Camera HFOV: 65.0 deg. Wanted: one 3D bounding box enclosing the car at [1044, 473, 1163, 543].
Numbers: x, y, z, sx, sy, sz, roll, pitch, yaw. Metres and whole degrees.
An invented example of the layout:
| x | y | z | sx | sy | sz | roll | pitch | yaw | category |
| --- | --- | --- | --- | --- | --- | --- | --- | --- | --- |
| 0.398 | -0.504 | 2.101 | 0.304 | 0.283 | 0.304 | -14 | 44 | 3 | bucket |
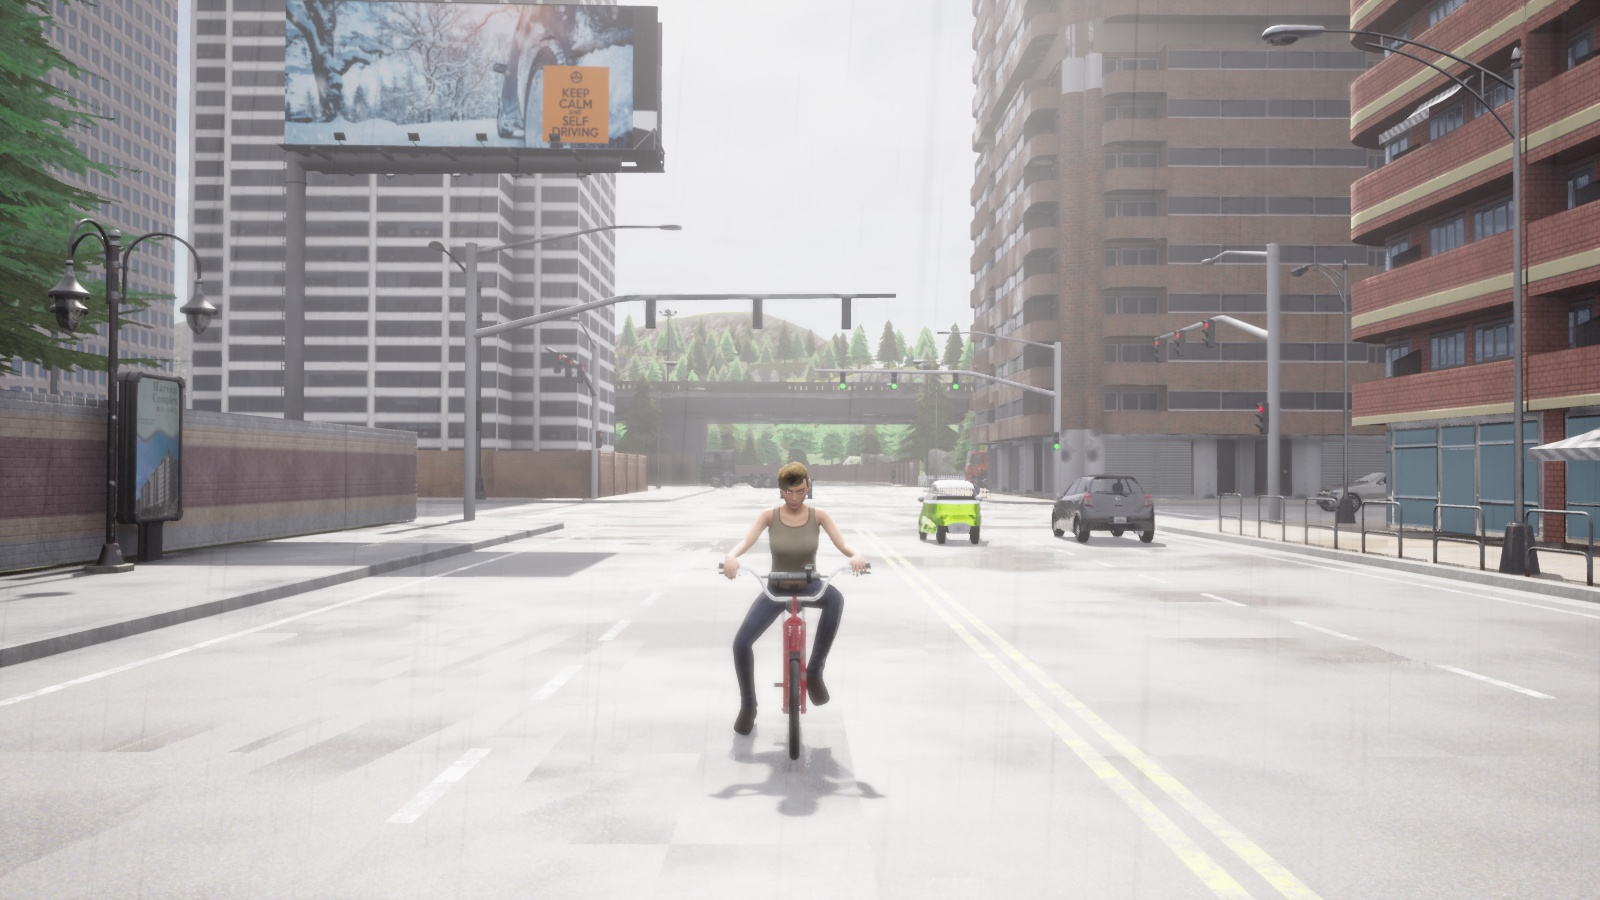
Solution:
| x | y | z | sx | sy | sz | roll | pitch | yaw | category |
| --- | --- | --- | --- | --- | --- | --- | --- | --- | --- |
| 6.922 | 1.288 | 29.004 | 1.845 | 1.501 | 3.633 | 0 | -1 | 0 | car |

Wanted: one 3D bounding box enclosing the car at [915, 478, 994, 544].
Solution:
| x | y | z | sx | sy | sz | roll | pitch | yaw | category |
| --- | --- | --- | --- | --- | --- | --- | --- | --- | --- |
| 3.425 | 1.325 | 28.074 | 1.481 | 1.376 | 2.207 | 0 | 0 | 0 | car |

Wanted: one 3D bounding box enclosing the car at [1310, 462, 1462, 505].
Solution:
| x | y | z | sx | sy | sz | roll | pitch | yaw | category |
| --- | --- | --- | --- | --- | --- | --- | --- | --- | --- |
| 23.241 | 1.337 | 49.939 | 5.027 | 1.651 | 2.152 | 0 | -1 | 0 | car |

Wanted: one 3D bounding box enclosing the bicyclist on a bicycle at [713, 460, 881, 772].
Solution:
| x | y | z | sx | sy | sz | roll | pitch | yaw | category |
| --- | --- | --- | --- | --- | --- | --- | --- | --- | --- |
| -0.027 | 0.873 | 7.275 | 0.866 | 1.612 | 1.509 | 0 | -1 | -1 | bicyclist on a bicycle |
